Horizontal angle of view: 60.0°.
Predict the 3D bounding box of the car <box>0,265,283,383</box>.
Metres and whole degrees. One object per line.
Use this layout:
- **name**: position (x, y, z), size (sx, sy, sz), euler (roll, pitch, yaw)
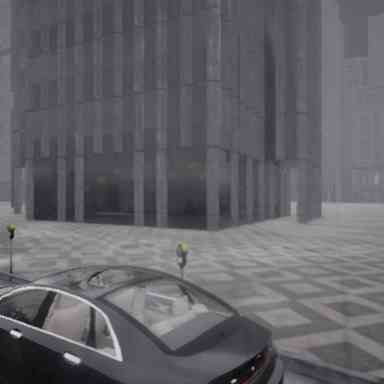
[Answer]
- **car**: position (-1.212, 1.547, 3.830), size (4.403, 1.369, 2.008), euler (0, 0, 35)
